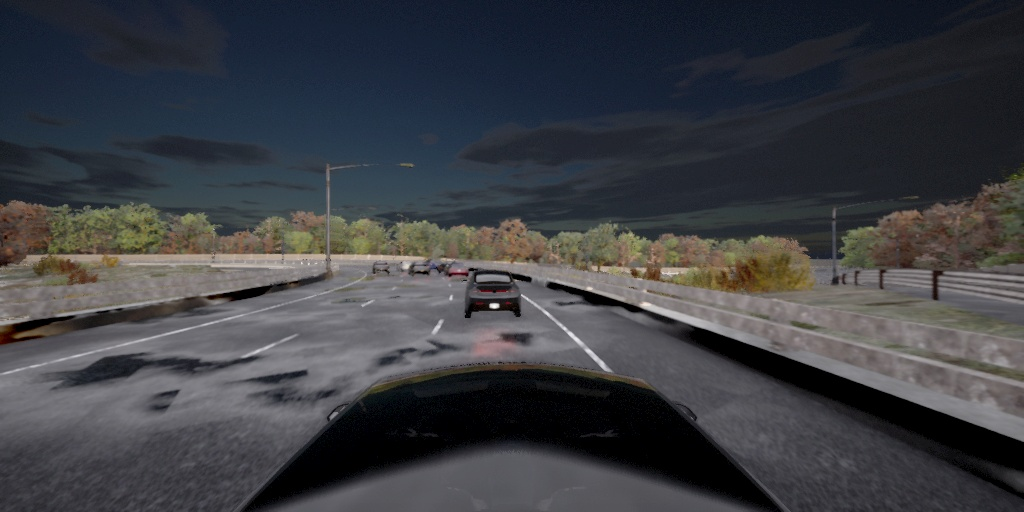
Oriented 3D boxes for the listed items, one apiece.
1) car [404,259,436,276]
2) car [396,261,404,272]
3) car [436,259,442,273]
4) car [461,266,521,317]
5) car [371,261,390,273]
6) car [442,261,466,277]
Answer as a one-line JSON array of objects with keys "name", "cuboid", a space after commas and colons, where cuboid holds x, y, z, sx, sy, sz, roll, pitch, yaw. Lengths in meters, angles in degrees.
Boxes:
[{"name": "car", "cuboid": [-9.740, 1.296, 37.619, 2.128, 1.511, 4.902, 0, 0, -22]}, {"name": "car", "cuboid": [-14.357, 1.356, 48.684, 1.812, 1.442, 4.674, 0, 0, -27]}, {"name": "car", "cuboid": [-7.229, 1.282, 40.939, 2.128, 1.511, 4.902, 0, 0, -23]}, {"name": "car", "cuboid": [-0.785, 1.258, 13.246, 1.837, 1.490, 4.892, 0, 0, -6]}, {"name": "car", "cuboid": [-16.453, 1.336, 44.877, 2.128, 1.511, 4.902, 0, 0, -24]}, {"name": "car", "cuboid": [-5.508, 1.344, 35.583, 1.994, 1.385, 4.181, 0, 0, -16]}]
